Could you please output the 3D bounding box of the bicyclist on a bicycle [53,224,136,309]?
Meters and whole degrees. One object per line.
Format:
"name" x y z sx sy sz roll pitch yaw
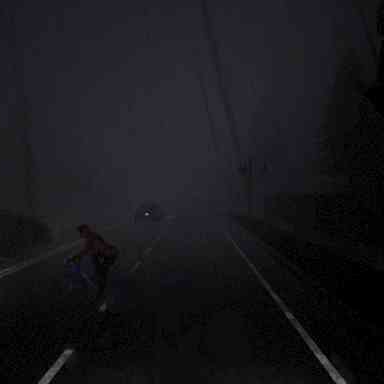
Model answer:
"bicyclist on a bicycle" -1.933 1.454 6.524 1.656 1.620 0.582 -2 0 1

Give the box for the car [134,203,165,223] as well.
"car" -3.198 1.564 25.713 1.994 1.385 4.181 0 0 1

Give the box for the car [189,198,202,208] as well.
"car" 0.497 1.547 47.584 2.033 1.411 5.357 0 0 1

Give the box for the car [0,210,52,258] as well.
"car" -6.999 1.564 12.569 1.994 1.385 4.181 0 0 1
